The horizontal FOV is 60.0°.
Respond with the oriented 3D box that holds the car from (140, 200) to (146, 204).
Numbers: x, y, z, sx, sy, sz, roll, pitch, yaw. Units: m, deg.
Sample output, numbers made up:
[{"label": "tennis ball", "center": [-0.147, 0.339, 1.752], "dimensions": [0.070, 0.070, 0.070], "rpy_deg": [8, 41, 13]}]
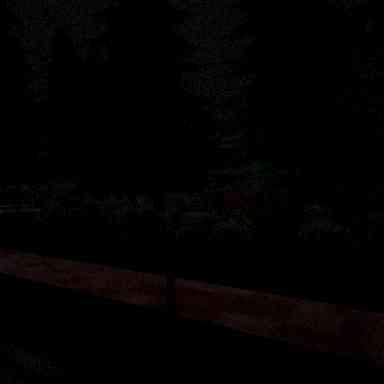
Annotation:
[{"label": "car", "center": [-5.585, 1.541, 51.452], "dimensions": [4.718, 1.301, 1.895], "rpy_deg": [0, 0, -30]}]
